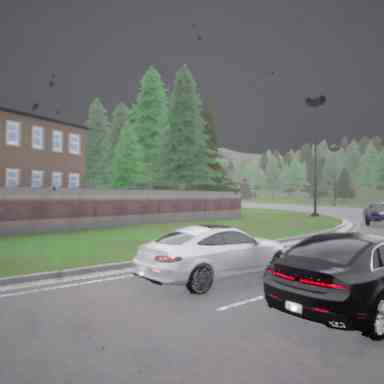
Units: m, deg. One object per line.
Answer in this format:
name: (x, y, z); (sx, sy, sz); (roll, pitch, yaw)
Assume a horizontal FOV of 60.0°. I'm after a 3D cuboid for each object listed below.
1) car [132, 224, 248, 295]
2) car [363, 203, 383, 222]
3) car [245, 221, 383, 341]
car: (0.660, 1.606, 8.936); (4.674, 1.442, 1.812); (1, 0, -39)
car: (15.139, 1.666, 26.998); (2.097, 1.767, 4.553); (0, -1, 24)
car: (3.454, 1.581, 6.751); (4.892, 1.490, 1.837); (1, 0, -40)
